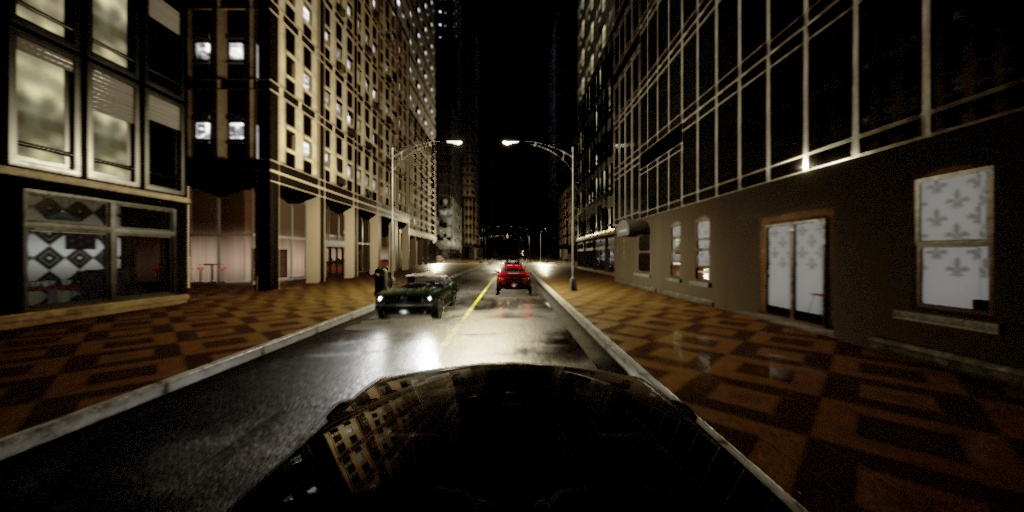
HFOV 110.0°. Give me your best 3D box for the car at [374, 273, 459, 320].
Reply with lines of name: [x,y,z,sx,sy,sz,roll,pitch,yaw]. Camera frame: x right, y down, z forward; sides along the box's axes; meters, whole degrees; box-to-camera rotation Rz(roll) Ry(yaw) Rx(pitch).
car: [-3.105,1.298,12.544,1.895,1.301,4.718,0,0,0]

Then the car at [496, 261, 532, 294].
car: [0.095,1.189,19.530,1.812,1.442,4.674,0,1,0]

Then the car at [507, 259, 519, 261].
car: [0.094,1.055,39.880,2.128,1.511,4.902,0,0,0]
